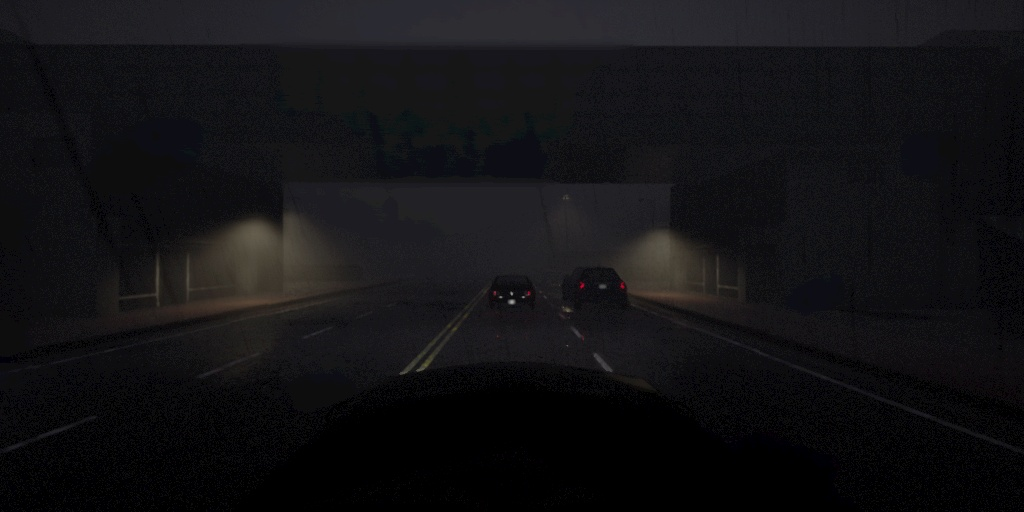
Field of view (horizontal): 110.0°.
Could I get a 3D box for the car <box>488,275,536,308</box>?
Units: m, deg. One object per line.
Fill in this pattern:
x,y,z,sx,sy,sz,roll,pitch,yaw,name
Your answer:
-0.002,1.486,15.967,1.895,1.301,4.718,0,-1,0,car

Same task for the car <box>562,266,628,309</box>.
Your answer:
3.499,1.235,15.948,2.097,1.767,4.553,0,-1,0,car
